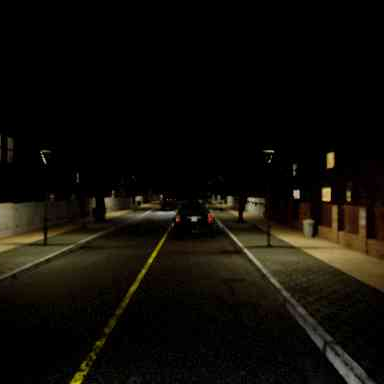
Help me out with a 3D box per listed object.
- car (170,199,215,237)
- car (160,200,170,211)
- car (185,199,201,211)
[{"bbox_3d":[0.108,1.375,18.260,2.097,1.767,4.553,0,0,0],"label":"car"},{"bbox_3d":[-2.824,1.659,41.384,1.895,1.301,4.718,0,0,0],"label":"car"},{"bbox_3d":[0.119,1.624,42.955,1.994,1.385,4.181,0,0,0],"label":"car"}]
